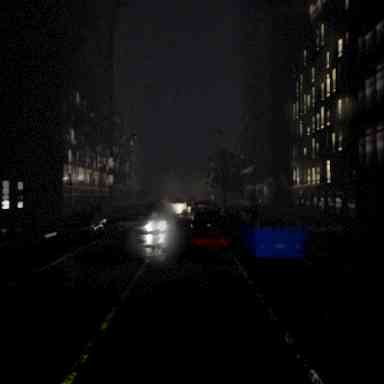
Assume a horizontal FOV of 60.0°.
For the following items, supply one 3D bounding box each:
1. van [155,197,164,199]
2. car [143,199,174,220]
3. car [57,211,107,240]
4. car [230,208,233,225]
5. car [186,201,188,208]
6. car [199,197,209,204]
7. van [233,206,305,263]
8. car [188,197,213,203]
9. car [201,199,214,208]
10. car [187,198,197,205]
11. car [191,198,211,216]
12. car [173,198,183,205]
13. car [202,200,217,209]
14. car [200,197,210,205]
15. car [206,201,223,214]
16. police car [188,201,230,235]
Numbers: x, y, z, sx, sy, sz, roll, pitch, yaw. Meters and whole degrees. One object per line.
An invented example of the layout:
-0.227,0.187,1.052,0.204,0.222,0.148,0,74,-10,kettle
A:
-5.690,1.716,57.543,1.690,1.788,3.998,0,0,0,van
-3.098,1.694,30.097,2.128,1.511,4.902,0,0,0,car
-5.691,1.702,17.694,1.802,1.307,4.206,0,0,0,car
2.690,1.740,23.383,1.802,1.307,4.206,0,0,0,car
0.000,1.966,55.809,1.895,1.301,4.718,0,0,0,car
2.691,1.903,74.616,1.967,1.590,4.097,0,0,0,car
2.690,1.423,12.001,1.690,1.788,3.998,0,0,0,van
0.899,1.553,29.990,2.097,1.767,4.553,0,0,0,car
2.691,1.926,57.538,2.008,1.369,4.403,0,0,0,car
0.000,1.953,70.780,1.994,1.385,4.181,0,0,0,car
0.899,1.593,35.990,2.097,1.767,4.553,0,0,0,car
-3.000,1.955,71.333,1.812,1.442,4.674,0,0,0,car
2.691,1.893,51.846,2.008,1.369,4.403,0,0,0,car
2.691,1.874,68.924,1.967,1.590,4.097,0,0,0,car
2.690,1.854,40.461,1.802,1.307,4.206,0,0,0,car
0.899,1.562,20.130,1.930,1.638,5.238,0,0,0,police car
